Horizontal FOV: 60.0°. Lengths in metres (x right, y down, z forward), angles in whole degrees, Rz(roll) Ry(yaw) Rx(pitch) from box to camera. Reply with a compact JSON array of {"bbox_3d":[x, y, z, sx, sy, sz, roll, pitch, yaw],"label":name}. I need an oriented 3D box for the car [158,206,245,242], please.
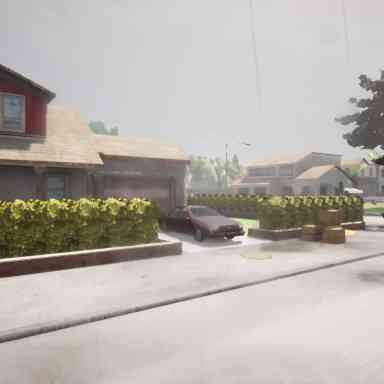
[{"bbox_3d":[0.086,1.356,15.477,2.033,1.415,5.357,0,0,-33],"label":"car"}]
